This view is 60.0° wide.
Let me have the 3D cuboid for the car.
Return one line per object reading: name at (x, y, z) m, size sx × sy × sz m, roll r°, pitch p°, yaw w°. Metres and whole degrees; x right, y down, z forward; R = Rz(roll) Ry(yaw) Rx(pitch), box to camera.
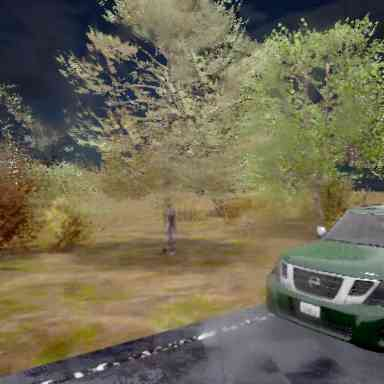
car at (3.849, 1.254, 6.124) m, size 5.566 × 2.045 × 2.150 m, roll 0°, pitch 0°, yaw -35°
